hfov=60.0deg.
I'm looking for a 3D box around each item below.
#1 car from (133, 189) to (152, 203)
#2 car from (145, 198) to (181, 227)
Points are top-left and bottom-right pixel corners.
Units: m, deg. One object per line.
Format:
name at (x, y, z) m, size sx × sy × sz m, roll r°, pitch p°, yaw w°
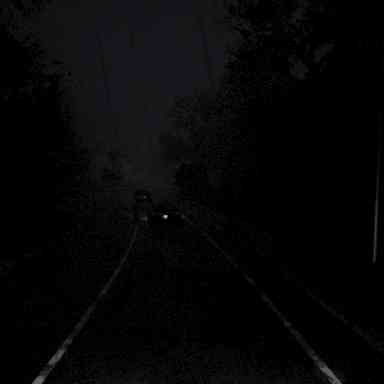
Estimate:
car at (-5.658, 0.411, 37.924) m, size 2.033 × 1.411 × 5.357 m, roll -1°, pitch 5°, yaw -14°
car at (-1.842, 1.345, 21.386) m, size 1.994 × 1.385 × 4.181 m, roll -1°, pitch 2°, yaw -9°
